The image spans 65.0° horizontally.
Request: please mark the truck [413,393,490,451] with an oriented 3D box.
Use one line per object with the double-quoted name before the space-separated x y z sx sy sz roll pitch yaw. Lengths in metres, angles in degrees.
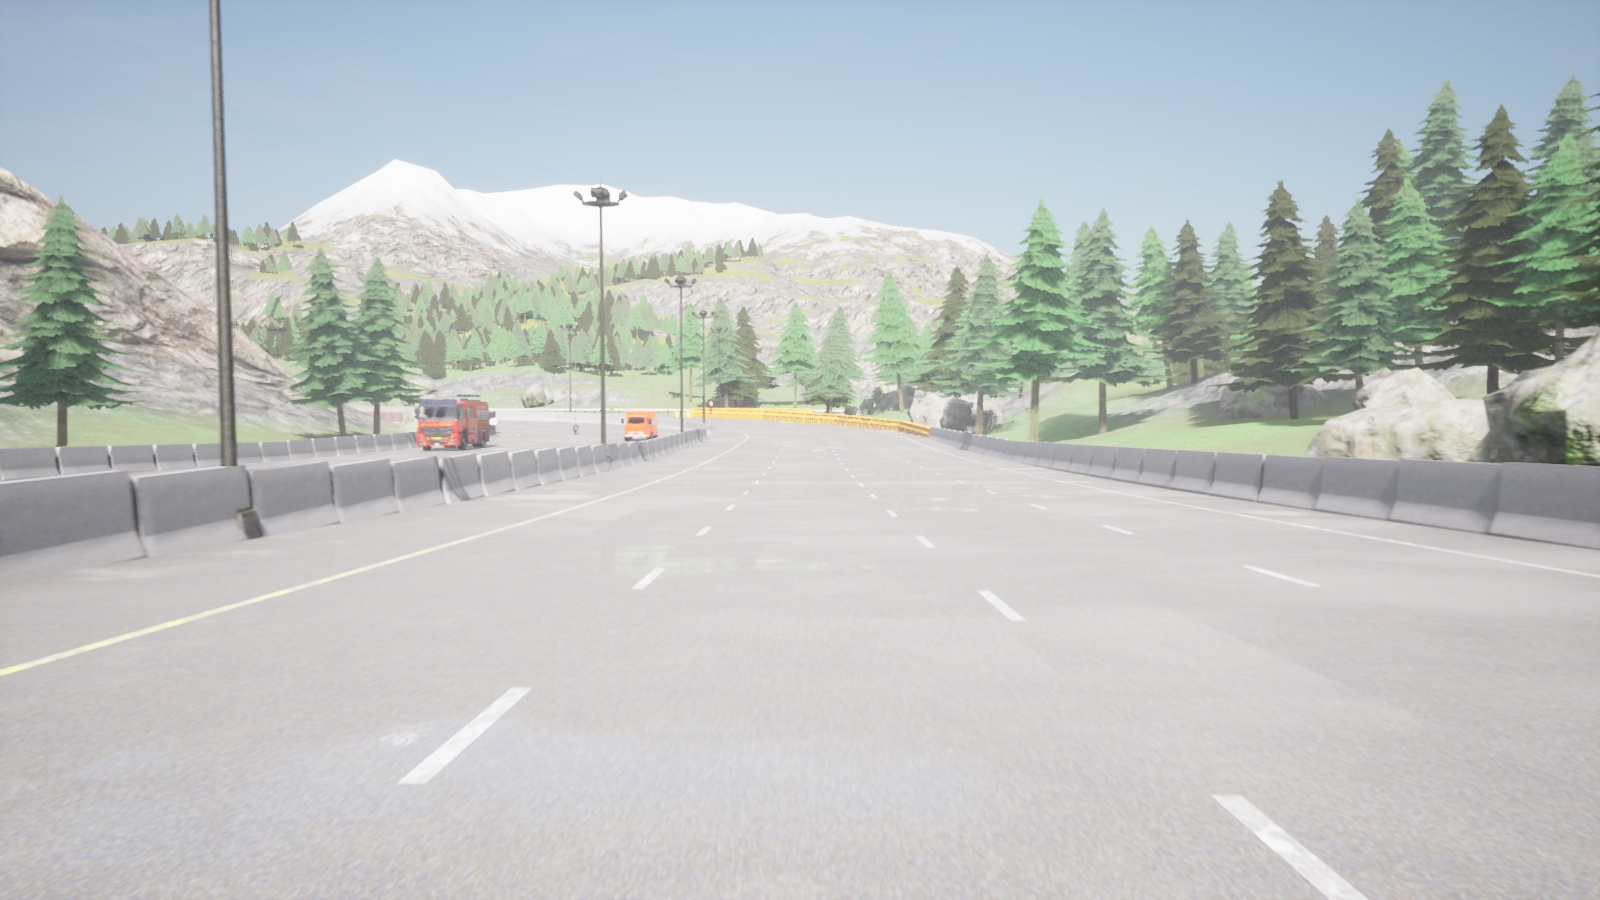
"truck" -23.991 -1.975 86.803 2.891 3.827 8.468 0 2 0
